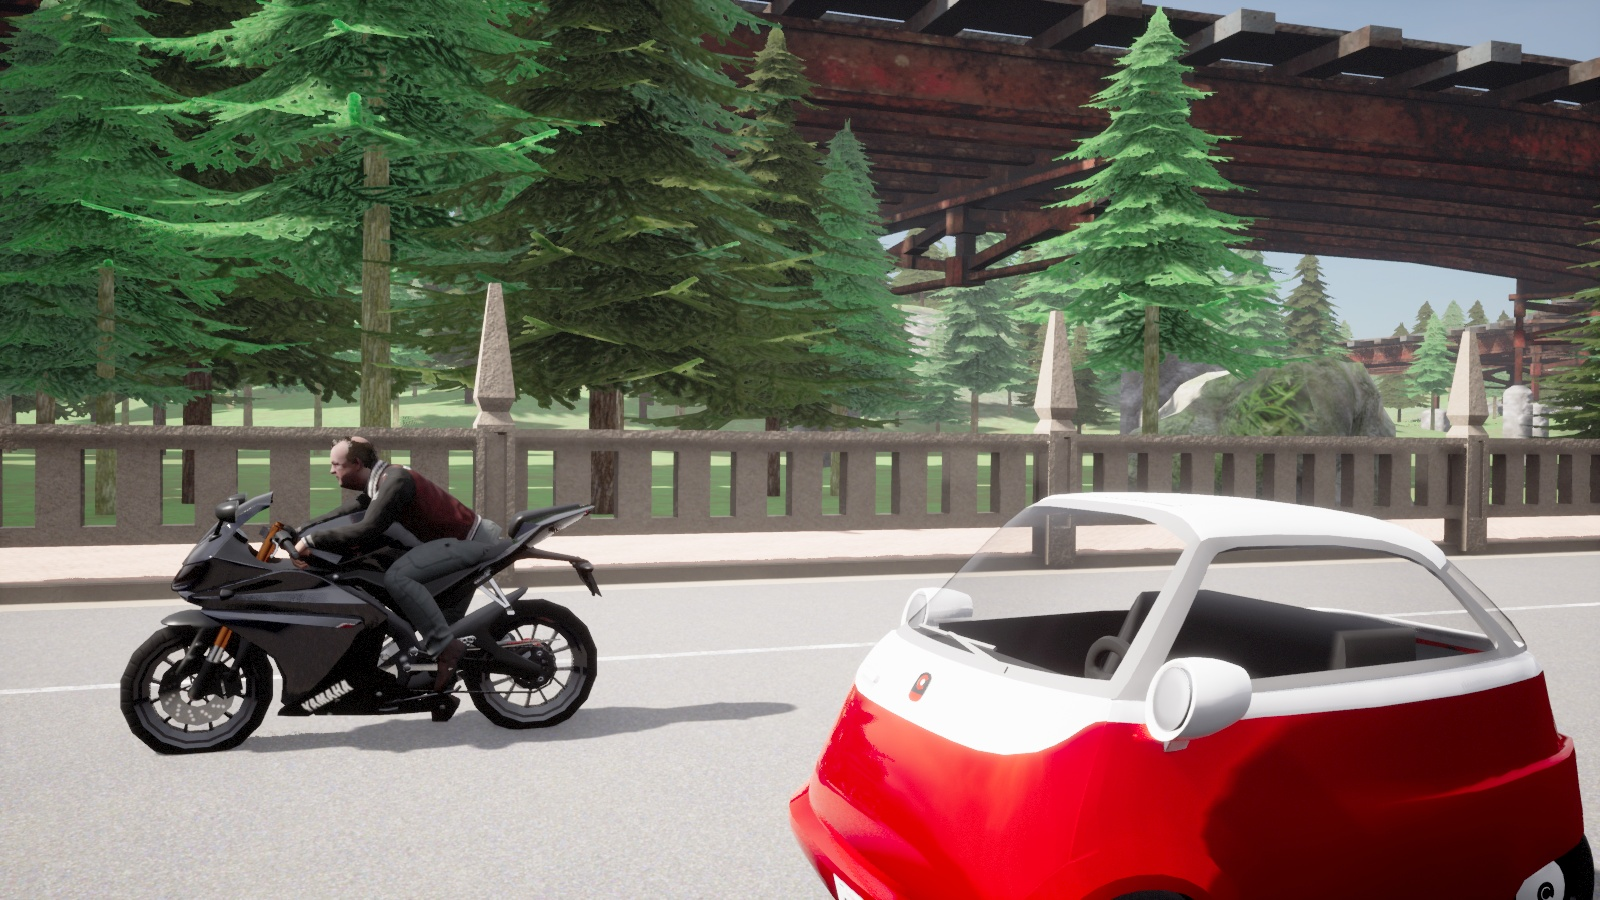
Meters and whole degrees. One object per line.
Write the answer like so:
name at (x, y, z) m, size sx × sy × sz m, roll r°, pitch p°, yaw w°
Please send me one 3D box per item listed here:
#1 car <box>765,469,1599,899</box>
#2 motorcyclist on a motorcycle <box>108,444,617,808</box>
car at (1.187, 0.780, 3.690) m, size 2.207 × 1.376 × 1.481 m, roll -1°, pitch 1°, yaw -21°
motorcyclist on a motorcycle at (-2.089, 0.755, 6.190) m, size 2.191 × 1.530 × 0.866 m, roll -1°, pitch 1°, yaw -21°
